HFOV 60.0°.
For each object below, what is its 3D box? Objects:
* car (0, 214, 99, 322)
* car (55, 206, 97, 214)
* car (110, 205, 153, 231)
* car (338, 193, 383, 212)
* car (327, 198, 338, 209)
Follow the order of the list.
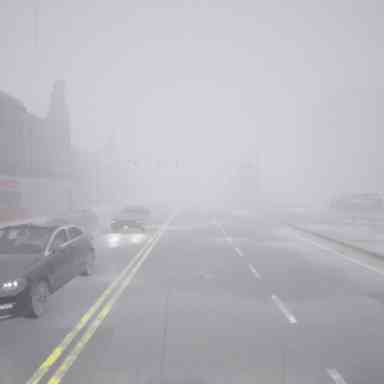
[{"bbox_3d":[-3.584,1.475,7.404,2.128,1.511,4.902,0,0,0],"label":"car"},{"bbox_3d":[-7.014,1.519,19.809,1.994,1.385,4.181,0,0,0],"label":"car"},{"bbox_3d":[-3.508,1.500,20.322,2.033,1.411,5.357,0,0,0],"label":"car"},{"bbox_3d":[17.782,1.074,34.614,3.866,1.878,1.905,0,0,-2],"label":"car"},{"bbox_3d":[17.761,1.065,37.508,4.605,1.855,1.932,0,0,-2],"label":"car"}]
